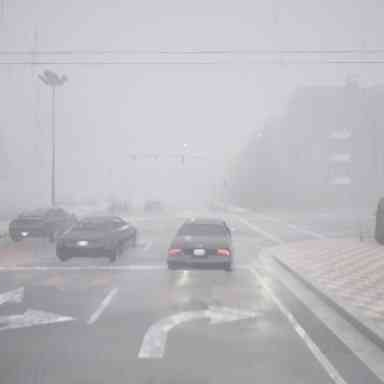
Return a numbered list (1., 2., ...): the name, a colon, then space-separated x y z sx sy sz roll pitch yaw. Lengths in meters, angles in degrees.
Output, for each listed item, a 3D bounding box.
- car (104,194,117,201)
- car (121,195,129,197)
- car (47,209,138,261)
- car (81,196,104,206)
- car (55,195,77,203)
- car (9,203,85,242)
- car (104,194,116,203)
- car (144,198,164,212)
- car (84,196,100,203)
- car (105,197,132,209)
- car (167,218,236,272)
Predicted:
1. car: -19.775 1.347 80.804 1.837 1.490 4.892 0 0 0
2. car: -16.275 1.363 81.013 1.812 1.442 4.674 0 0 0
3. car: -3.306 1.554 12.308 1.994 1.385 4.181 0 0 2
4. car: -16.304 1.448 53.380 2.128 1.511 4.902 0 0 0
5. car: -19.792 1.310 52.149 2.097 1.767 4.553 0 0 0
6. car: -7.033 1.491 16.323 1.837 1.490 4.892 0 0 -1
7. car: -16.284 1.503 66.546 1.994 1.385 4.181 0 0 0
8. car: -4.298 1.461 37.807 2.128 1.511 4.902 0 0 -2
9. car: -19.784 1.471 65.897 1.812 1.442 4.674 0 0 0
10. car: -7.740 1.571 36.245 1.895 1.301 4.718 0 0 -2
11. car: 0.421 1.539 10.788 2.033 1.411 5.357 0 0 6
